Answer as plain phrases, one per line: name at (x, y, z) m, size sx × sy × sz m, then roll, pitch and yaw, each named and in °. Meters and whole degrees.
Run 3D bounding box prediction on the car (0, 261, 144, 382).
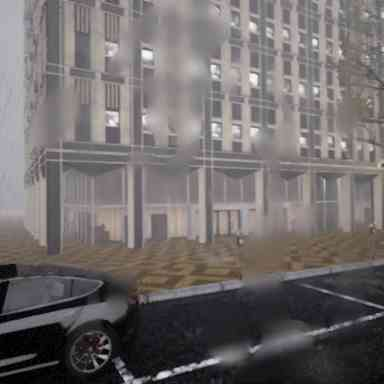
car at (-2.777, 1.688, 4.355) m, size 4.313 × 1.339 × 1.947 m, roll 1°, pitch -2°, yaw -29°
